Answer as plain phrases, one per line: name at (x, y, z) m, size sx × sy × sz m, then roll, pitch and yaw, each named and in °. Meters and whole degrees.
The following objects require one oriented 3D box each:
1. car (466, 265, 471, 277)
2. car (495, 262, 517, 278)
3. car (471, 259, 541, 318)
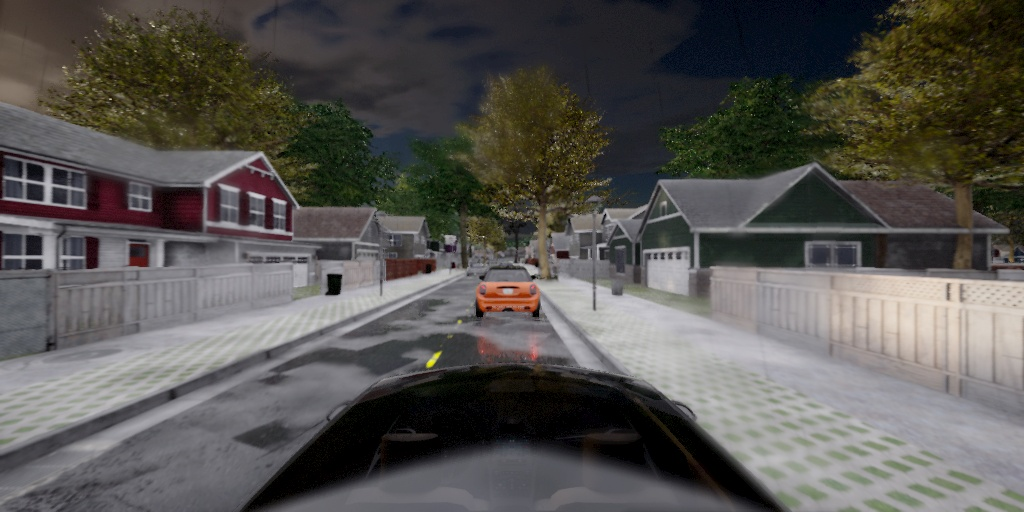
car at (-3.546, 1.419, 36.443) m, size 1.895 × 1.301 × 4.718 m, roll 0°, pitch 0°, yaw -1°
car at (-0.597, 1.367, 35.777) m, size 2.033 × 1.411 × 5.357 m, roll 0°, pitch 0°, yaw -1°
car at (-0.163, 1.124, 13.265) m, size 2.097 × 1.767 × 4.553 m, roll 0°, pitch 0°, yaw -1°
